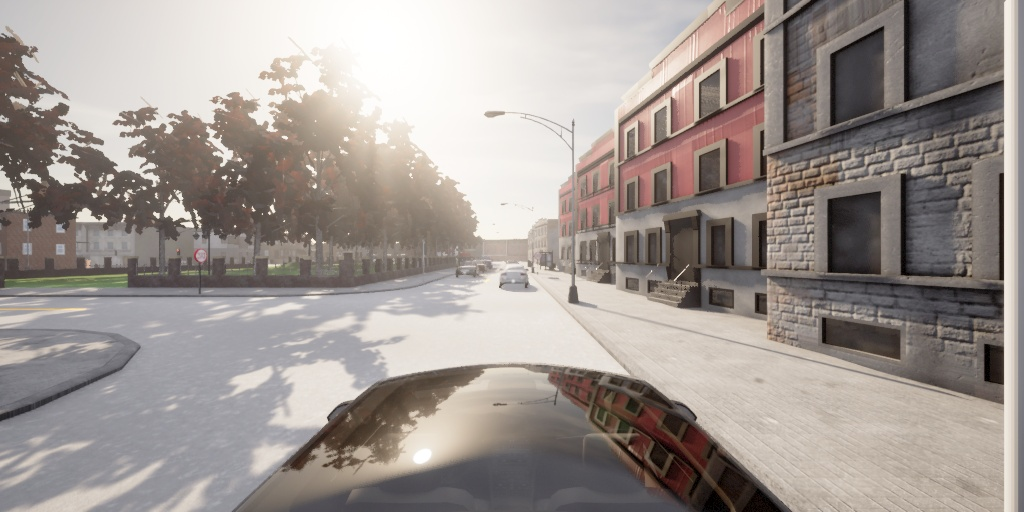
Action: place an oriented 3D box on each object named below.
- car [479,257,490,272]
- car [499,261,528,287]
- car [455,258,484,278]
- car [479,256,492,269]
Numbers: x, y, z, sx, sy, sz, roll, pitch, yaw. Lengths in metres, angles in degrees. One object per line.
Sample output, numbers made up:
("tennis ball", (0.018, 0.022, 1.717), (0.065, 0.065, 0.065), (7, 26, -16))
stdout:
("car", (-4.205, 1.227, 44.317), (1.882, 1.535, 5.008), (0, 0, 0))
("car", (0.115, 1.275, 24.044), (1.812, 1.442, 4.674), (0, 0, 1))
("car", (-4.184, 1.241, 34.169), (2.128, 1.511, 4.902), (0, 0, 0))
("car", (-4.205, 0.971, 55.051), (2.150, 2.045, 5.566), (0, 0, 0))
